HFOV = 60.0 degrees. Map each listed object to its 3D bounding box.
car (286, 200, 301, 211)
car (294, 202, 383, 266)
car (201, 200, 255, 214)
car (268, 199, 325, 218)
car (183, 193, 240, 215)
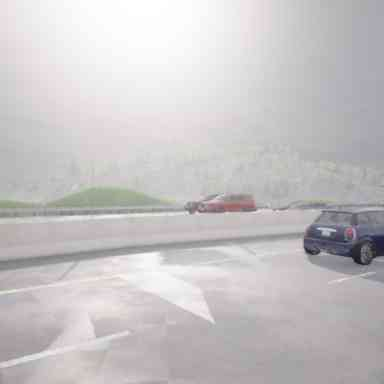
[{"bbox_3d":[8.909,1.481,25.677,4.892,1.490,1.837,0,0,-28],"label":"car"},{"bbox_3d":[6.094,1.344,11.732,4.553,1.767,2.097,0,0,-32],"label":"car"},{"bbox_3d":[3.325,1.179,30.616,5.566,2.045,2.150,0,0,-29],"label":"car"},{"bbox_3d":[9.386,1.448,29.889,5.008,1.535,1.882,0,0,-27],"label":"car"},{"bbox_3d":[2.027,1.171,33.897,5.566,2.045,2.150,0,0,-29],"label":"car"}]
